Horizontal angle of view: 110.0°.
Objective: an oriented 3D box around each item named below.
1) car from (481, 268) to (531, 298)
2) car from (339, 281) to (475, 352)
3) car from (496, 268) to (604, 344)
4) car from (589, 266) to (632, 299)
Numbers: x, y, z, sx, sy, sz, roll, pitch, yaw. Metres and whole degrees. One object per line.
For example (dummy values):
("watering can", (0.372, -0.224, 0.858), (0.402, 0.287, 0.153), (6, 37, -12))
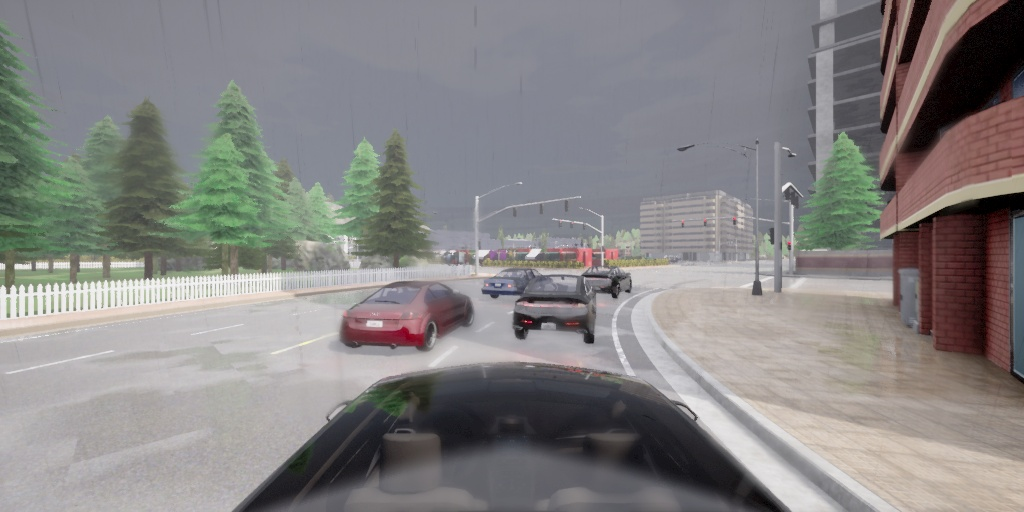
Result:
("car", (0.461, 1.297, 17.805), (2.033, 1.411, 5.357), (0, 0, 25))
("car", (-2.367, 1.314, 9.086), (1.994, 1.385, 4.181), (0, 0, 10))
("car", (1.343, 1.242, 9.758), (2.128, 1.511, 4.902), (0, 0, 14))
("car", (4.834, 1.236, 18.319), (2.128, 1.511, 4.902), (1, 1, 29))
